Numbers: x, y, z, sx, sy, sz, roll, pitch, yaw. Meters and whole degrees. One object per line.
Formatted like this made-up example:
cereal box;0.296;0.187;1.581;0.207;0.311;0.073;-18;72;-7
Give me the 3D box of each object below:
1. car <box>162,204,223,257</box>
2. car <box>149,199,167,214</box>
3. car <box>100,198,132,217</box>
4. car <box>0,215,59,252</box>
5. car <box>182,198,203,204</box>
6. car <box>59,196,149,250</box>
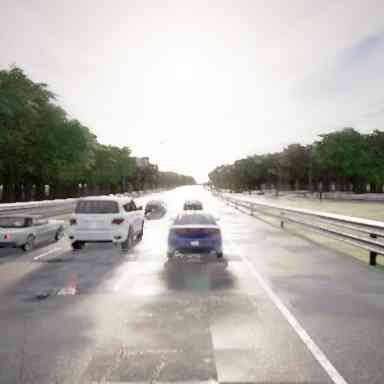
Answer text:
car;0.095;1.454;12.929;1.882;1.535;5.008;0;0;0
car;-3.409;1.416;31.699;1.812;1.442;4.674;0;1;0
car;-6.908;1.403;30.785;1.837;1.490;4.892;0;1;0
car;-6.904;1.575;13.663;1.895;1.301;4.718;0;0;0
car;0.092;1.363;32.252;1.882;1.535;5.008;0;1;0
car;-3.404;1.194;14.206;2.150;2.045;5.566;0;0;0
